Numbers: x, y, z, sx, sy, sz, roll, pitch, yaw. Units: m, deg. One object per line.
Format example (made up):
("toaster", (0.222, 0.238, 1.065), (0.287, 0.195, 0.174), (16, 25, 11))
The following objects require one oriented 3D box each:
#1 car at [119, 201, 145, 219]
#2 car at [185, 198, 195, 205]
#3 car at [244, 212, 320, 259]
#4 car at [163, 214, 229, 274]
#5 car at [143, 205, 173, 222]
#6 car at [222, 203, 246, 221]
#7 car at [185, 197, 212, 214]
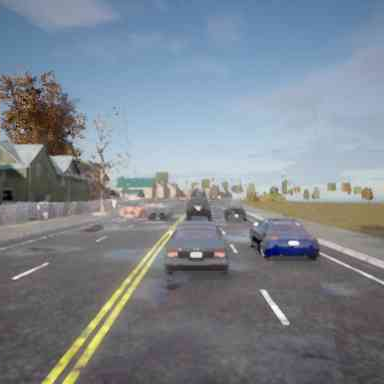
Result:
("car", (-5.899, 1.726, 33.847), (2.097, 1.767, 4.553), (0, -1, 2))
("car", (-0.359, 1.932, 71.007), (1.837, 1.490, 4.892), (0, -1, 5))
("car", (3.460, 1.705, 13.181), (1.994, 1.385, 4.181), (0, -1, 1))
("car", (0.161, 1.665, 10.940), (2.033, 1.411, 5.357), (0, -1, 1))
("car", (-2.807, 1.930, 30.005), (1.895, 1.301, 4.718), (0, -1, 2))
("car", (3.947, 1.844, 31.226), (1.837, 1.490, 4.892), (0, -1, 2))
("car", (0.647, 1.548, 30.058), (2.150, 2.045, 5.566), (0, -1, 2))
